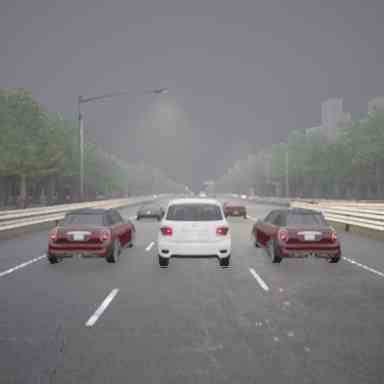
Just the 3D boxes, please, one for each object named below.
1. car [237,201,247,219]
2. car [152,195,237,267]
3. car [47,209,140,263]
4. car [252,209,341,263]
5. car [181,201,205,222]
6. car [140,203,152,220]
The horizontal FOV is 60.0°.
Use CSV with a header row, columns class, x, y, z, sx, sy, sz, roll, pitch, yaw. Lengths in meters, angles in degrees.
class,x,y,z,sx,sy,sz,roll,pitch,yaw
car,3.565,1.511,29.289,1.882,1.535,5.008,0,0,0
car,0.073,1.253,11.730,2.150,2.045,5.566,0,0,0
car,-3.430,1.387,12.209,2.097,1.767,4.553,0,0,0
car,3.570,1.387,12.195,2.097,1.767,4.553,0,0,0
car,0.063,1.541,27.880,1.837,1.490,4.892,0,0,0
car,-3.437,1.599,28.279,1.994,1.385,4.181,0,0,0
